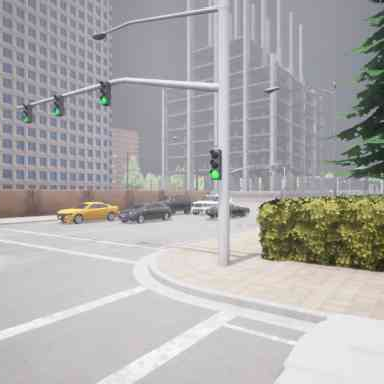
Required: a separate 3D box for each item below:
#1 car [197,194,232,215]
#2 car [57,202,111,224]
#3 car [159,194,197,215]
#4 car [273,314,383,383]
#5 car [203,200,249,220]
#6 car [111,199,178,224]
[{"bbox_3d":[2.165,1.277,33.860,2.150,2.045,5.566,0,0,36],"label":"car"},{"bbox_3d":[-7.950,1.533,25.723,1.882,1.535,5.008,0,0,35],"label":"car"},{"bbox_3d":[-2.180,1.277,33.812,2.150,2.045,5.566,0,0,35],"label":"car"},{"bbox_3d":[2.861,1.601,1.926,4.718,1.301,1.895,0,0,36],"label":"car"},{"bbox_3d":[3.239,1.656,29.024,1.895,1.301,4.718,0,0,35],"label":"car"},{"bbox_3d":[-3.561,1.560,25.850,1.837,1.490,4.892,0,0,35],"label":"car"}]
